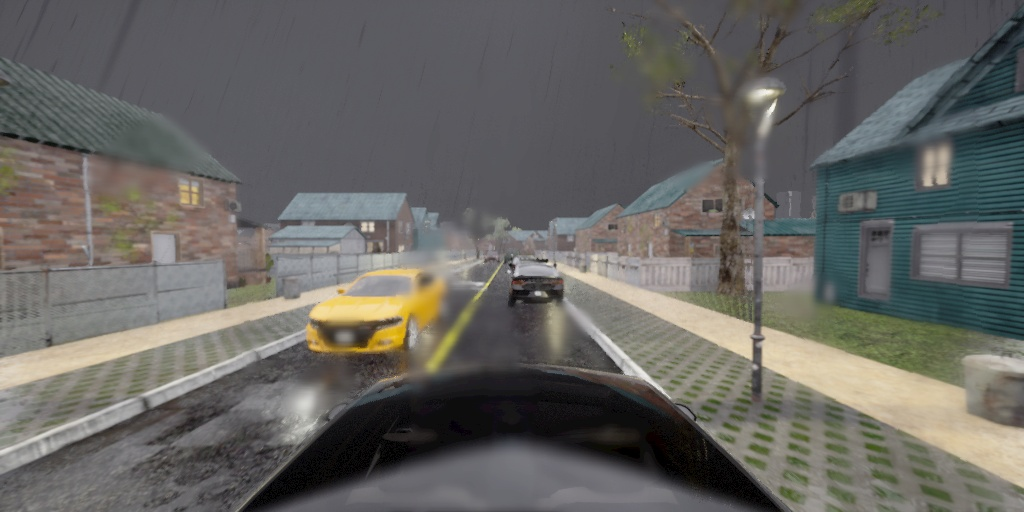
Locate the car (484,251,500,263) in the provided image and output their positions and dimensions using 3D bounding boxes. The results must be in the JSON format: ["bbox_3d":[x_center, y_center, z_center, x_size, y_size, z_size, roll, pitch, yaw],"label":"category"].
[{"bbox_3d":[-2.810,0.051,51.045,2.097,1.767,4.553,0,1,0],"label":"car"}]

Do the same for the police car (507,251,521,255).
[{"bbox_3d":[0.831,0.686,23.766,1.930,1.638,5.238,0,1,0],"label":"police car"}]

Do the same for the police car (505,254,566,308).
[{"bbox_3d":[0.828,0.902,13.766,1.930,1.638,5.238,0,1,0],"label":"police car"}]

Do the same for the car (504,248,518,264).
[{"bbox_3d":[0.027,-0.047,49.524,2.150,2.045,5.566,0,1,0],"label":"car"}]

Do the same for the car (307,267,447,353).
[{"bbox_3d":[-2.847,1.070,8.608,1.882,1.535,5.008,0,1,0],"label":"car"}]
